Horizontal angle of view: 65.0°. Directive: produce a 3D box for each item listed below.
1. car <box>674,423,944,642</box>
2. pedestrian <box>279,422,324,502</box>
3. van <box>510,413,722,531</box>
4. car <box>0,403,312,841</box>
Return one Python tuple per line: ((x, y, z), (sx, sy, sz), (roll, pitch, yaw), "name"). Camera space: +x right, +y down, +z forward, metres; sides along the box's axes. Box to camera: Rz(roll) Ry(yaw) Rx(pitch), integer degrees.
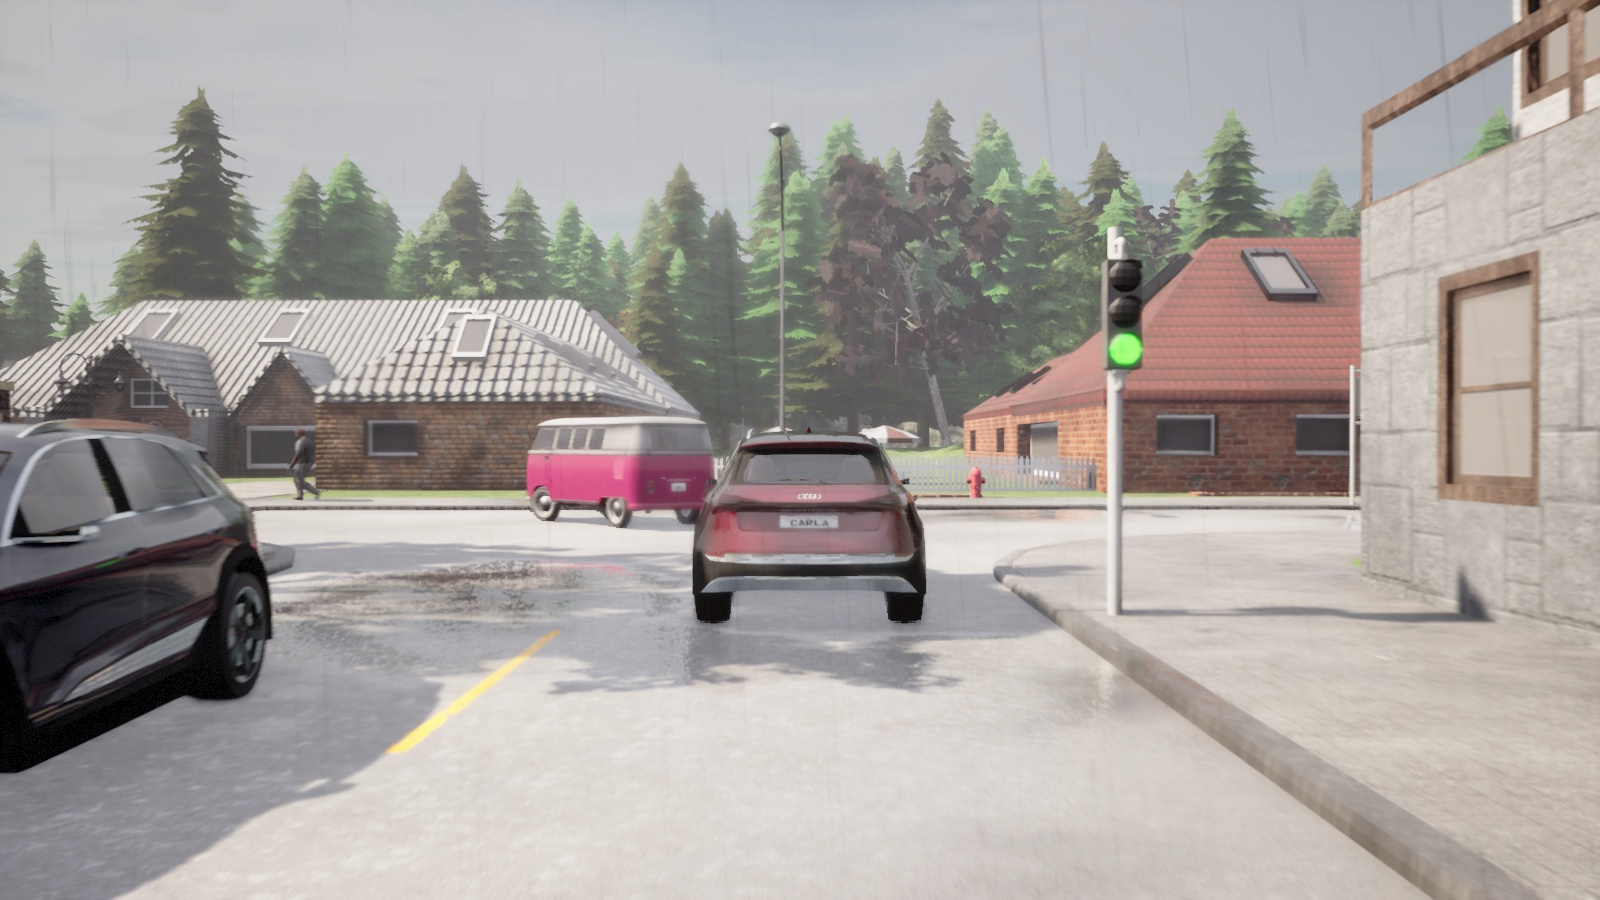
((0.083, 0.610, 11.899), (2.033, 1.649, 4.856), (0, 0, 0), "car")
((-11.848, 0.274, 29.856), (0.849, 1.883, 0.563), (0, 0, 0), "pedestrian")
((-3.514, 0.365, 23.354), (1.775, 1.987, 4.442), (0, 0, -41), "van")
((-4.106, 0.640, 5.865), (2.033, 1.649, 4.856), (0, 0, -4), "car")
